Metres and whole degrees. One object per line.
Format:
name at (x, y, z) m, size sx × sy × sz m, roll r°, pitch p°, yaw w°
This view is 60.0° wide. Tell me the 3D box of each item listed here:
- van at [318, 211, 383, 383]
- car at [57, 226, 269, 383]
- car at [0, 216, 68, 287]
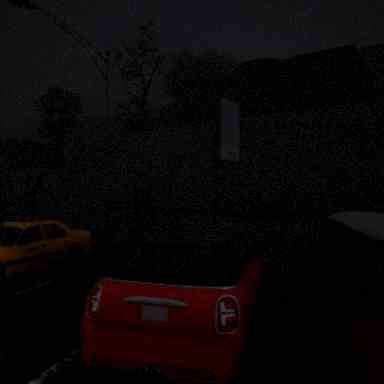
van at (2.582, 1.265, 3.826) m, size 1.878 × 1.987 × 4.442 m, roll 1°, pitch 0°, yaw 15°
car at (0.162, 1.359, 5.647) m, size 2.185 × 1.767 × 4.553 m, roll 0°, pitch -1°, yaw 15°
car at (-4.736, 1.458, 8.959) m, size 1.946 × 1.575 × 5.366 m, roll 1°, pitch 0°, yaw 16°
